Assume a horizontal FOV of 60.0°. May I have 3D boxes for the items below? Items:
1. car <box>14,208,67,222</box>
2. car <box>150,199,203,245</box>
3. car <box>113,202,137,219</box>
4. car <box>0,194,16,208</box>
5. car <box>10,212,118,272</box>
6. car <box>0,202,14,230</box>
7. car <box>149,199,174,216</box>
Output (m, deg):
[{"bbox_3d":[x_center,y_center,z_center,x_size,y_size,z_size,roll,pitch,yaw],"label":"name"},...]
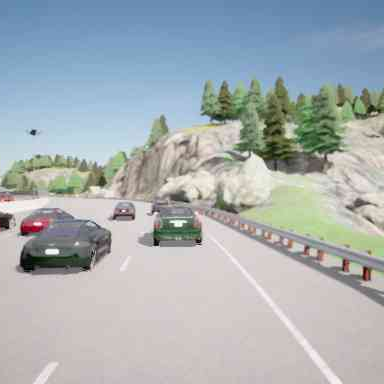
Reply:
[{"bbox_3d":[-8.070,1.585,18.920,1.994,1.385,4.181,0,0,-6],"label":"car"},{"bbox_3d":[-0.738,1.358,15.732,2.097,1.767,4.553,0,0,-5],"label":"car"},{"bbox_3d":[-5.847,1.567,29.063,2.033,1.411,5.357,0,0,-9],"label":"car"},{"bbox_3d":[-29.440,1.293,52.173,2.150,2.045,5.566,0,0,-17],"label":"car"},{"bbox_3d":[-3.883,1.575,10.958,1.994,1.385,4.181,0,0,-3],"label":"car"},{"bbox_3d":[-11.513,1.519,18.318,2.128,1.511,4.902,0,0,-6],"label":"car"},{"bbox_3d":[-3.265,1.507,34.444,2.128,1.511,4.902,0,0,-10],"label":"car"}]
